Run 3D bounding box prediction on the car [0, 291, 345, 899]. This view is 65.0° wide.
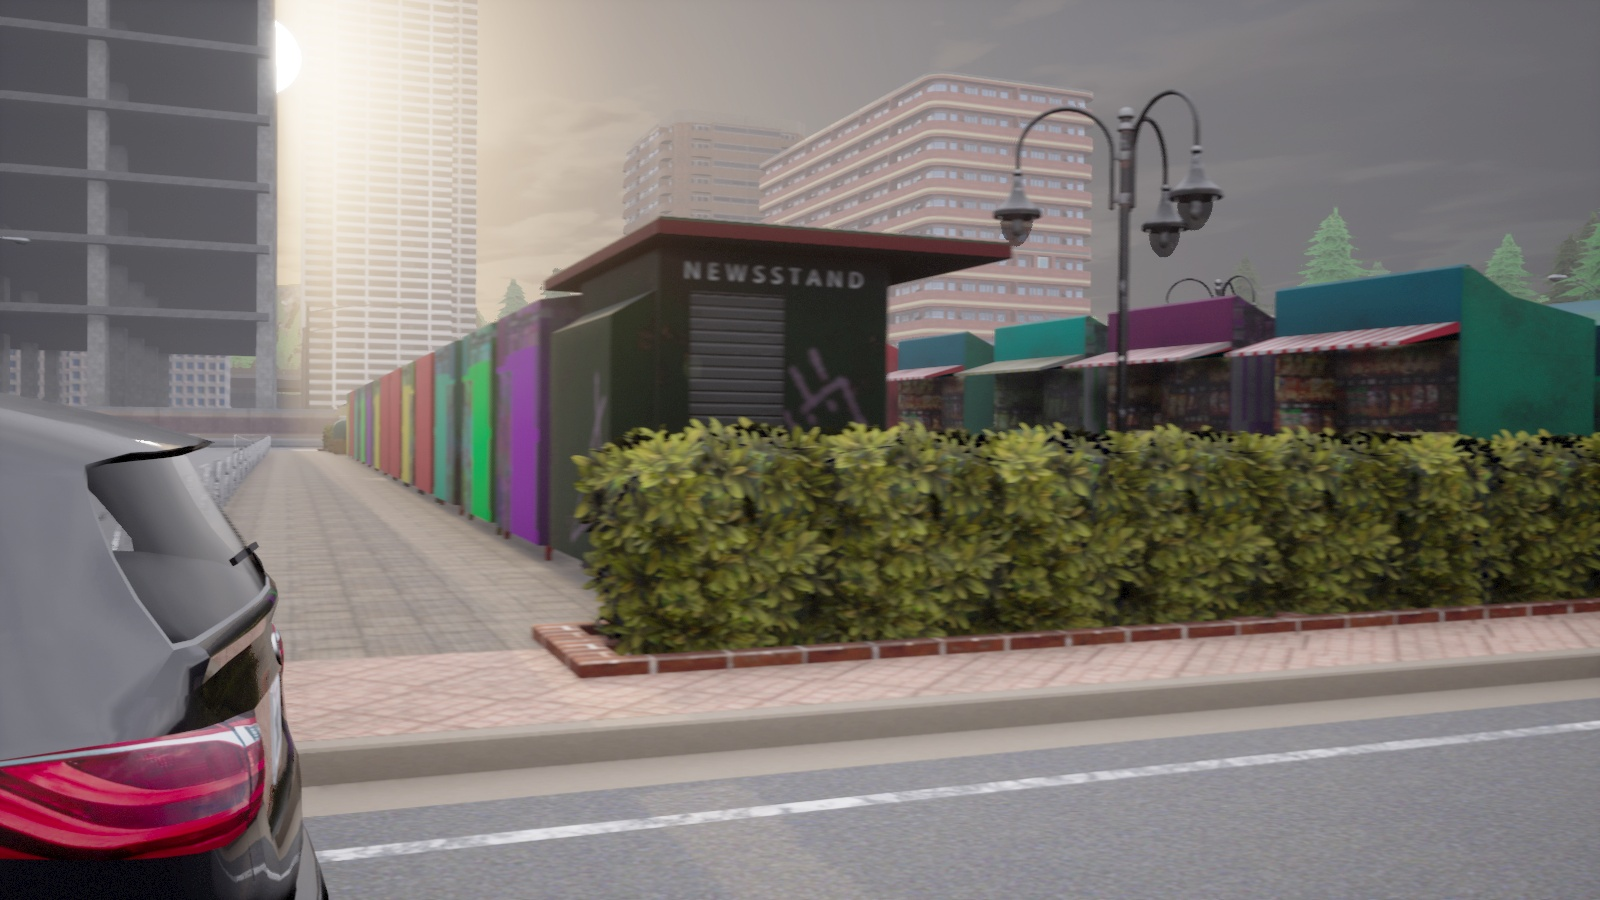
[{"bbox_3d":[-3.203,0.644,2.022,4.611,1.667,2.242,-1,1,-21],"label":"car"}]
